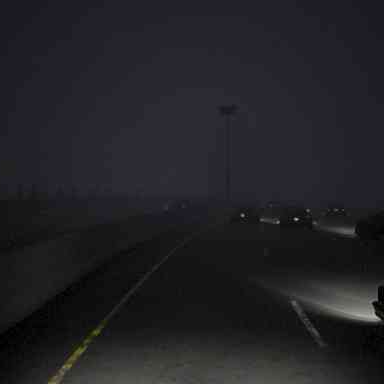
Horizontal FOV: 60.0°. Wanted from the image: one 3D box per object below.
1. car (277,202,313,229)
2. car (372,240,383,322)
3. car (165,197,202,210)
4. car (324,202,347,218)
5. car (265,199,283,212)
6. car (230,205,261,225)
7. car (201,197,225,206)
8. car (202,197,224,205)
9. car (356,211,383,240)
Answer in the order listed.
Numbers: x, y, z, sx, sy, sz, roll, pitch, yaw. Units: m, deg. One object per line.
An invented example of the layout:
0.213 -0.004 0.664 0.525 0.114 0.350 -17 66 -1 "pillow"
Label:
6.855 1.632 22.146 1.994 1.385 4.181 0 0 15 "car"
3.743 1.566 2.922 2.033 1.411 5.357 0 0 3 "car"
-0.953 1.417 32.816 2.097 1.767 4.553 0 0 20 "car"
13.813 1.658 31.980 2.033 1.411 5.357 0 0 23 "car"
10.341 1.621 40.938 2.163 1.488 4.792 0 0 26 "car"
4.103 1.629 25.212 1.994 1.385 4.181 0 0 16 "car"
3.741 1.610 57.872 1.882 1.535 5.008 0 0 33 "car"
2.623 1.617 49.219 1.837 1.490 4.892 0 -1 29 "car"
8.650 1.549 14.387 2.128 1.511 4.902 0 0 10 "car"
